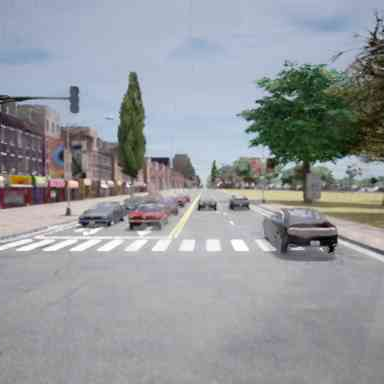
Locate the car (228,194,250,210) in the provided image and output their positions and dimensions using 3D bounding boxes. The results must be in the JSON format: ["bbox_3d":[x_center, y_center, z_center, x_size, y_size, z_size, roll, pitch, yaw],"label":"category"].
[{"bbox_3d":[4.828,1.000,34.578,2.128,1.511,4.902,0,1,2],"label":"car"}]

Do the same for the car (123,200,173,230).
[{"bbox_3d":[-2.467,1.410,19.924,1.895,1.301,4.718,0,1,2],"label":"car"}]

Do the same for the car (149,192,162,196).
[{"bbox_3d":[-4.792,0.781,41.796,2.097,1.767,4.553,0,1,3],"label":"car"}]

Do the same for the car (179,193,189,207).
[{"bbox_3d":[-1.681,1.070,38.705,1.895,1.301,4.718,0,1,3],"label":"car"}]

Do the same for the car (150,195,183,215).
[{"bbox_3d":[-2.110,1.226,28.720,1.994,1.385,4.181,0,1,2],"label":"car"}]

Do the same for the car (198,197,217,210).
[{"bbox_3d":[1.583,1.126,34.758,1.895,1.301,4.718,0,1,2],"label":"car"}]

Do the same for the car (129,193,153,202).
[{"bbox_3d":[-5.241,1.134,31.590,1.837,1.490,4.892,0,1,2],"label":"car"}]

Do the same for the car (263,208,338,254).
[{"bbox_3d":[3.953,1.355,12.823,2.128,1.511,4.902,0,1,2],"label":"car"}]

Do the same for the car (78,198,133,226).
[{"bbox_3d":[-5.642,1.349,21.777,2.033,1.411,5.357,0,1,2],"label":"car"}]

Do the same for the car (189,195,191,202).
[{"bbox_3d":[-1.234,0.870,48.896,1.895,1.301,4.718,0,1,3],"label":"car"}]
